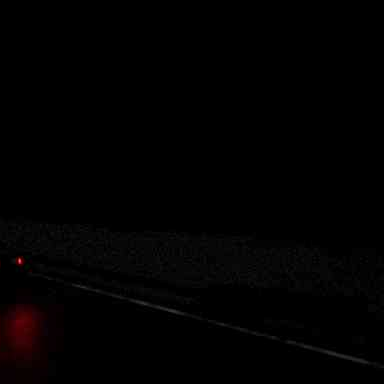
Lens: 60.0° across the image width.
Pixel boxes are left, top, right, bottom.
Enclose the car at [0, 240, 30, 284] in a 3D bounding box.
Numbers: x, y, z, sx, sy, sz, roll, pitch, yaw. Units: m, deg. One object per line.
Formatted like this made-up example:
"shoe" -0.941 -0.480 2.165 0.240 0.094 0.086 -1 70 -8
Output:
"car" -6.147 1.608 8.355 4.718 1.301 1.895 0 0 36
